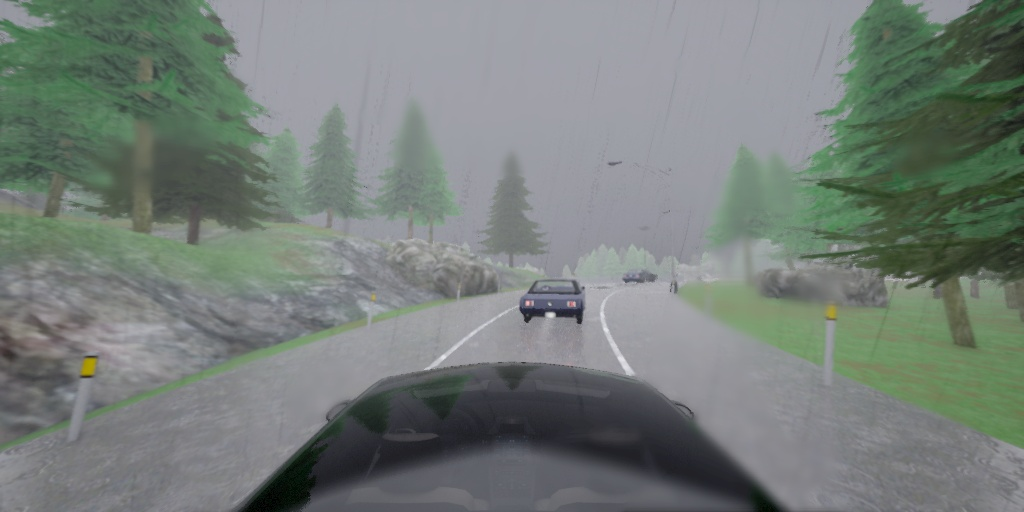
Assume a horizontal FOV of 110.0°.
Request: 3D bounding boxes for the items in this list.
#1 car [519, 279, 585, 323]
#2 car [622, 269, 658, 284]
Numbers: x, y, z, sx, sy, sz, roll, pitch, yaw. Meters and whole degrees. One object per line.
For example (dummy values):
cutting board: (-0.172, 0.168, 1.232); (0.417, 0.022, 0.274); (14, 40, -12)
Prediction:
car: (1.587, 1.429, 12.467); (1.895, 1.301, 4.718); (-1, -1, 12)
car: (12.667, 1.996, 35.405); (2.033, 1.411, 5.357); (-4, -4, 39)
